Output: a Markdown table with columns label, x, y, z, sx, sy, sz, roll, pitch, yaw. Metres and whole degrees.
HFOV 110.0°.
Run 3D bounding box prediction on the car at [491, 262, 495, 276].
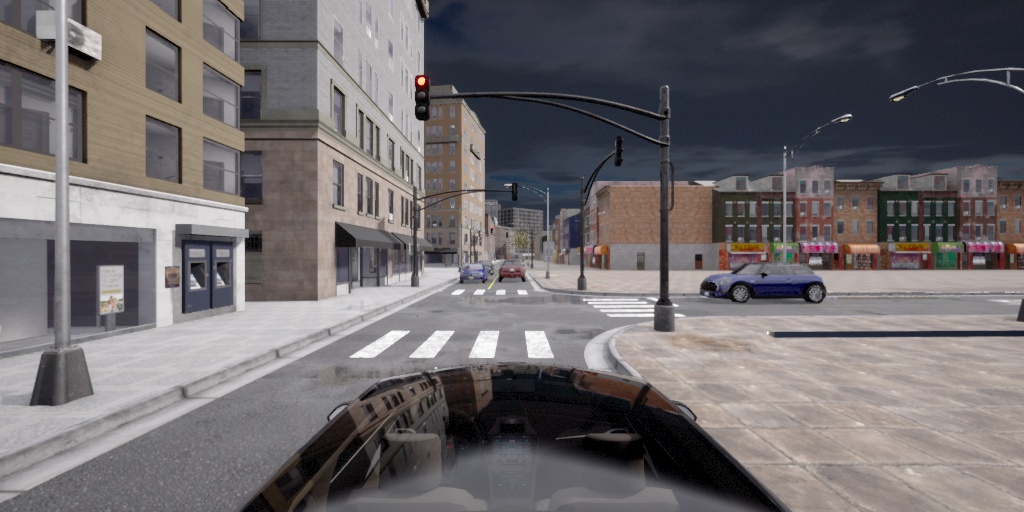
| label | x | y | z | sx | sy | sz | roll | pitch | yaw |
| --- | --- | --- | --- | --- | --- | --- | --- | --- | --- |
| car | -2.883 | 1.257 | 38.009 | 1.837 | 1.490 | 4.892 | 0 | 0 | 0 |

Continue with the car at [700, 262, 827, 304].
| label | x | y | z | sx | sy | sz | roll | pitch | yaw |
| --- | --- | --- | --- | --- | --- | --- | --- | --- | --- |
| car | 10.745 | 1.054 | 15.597 | 4.553 | 1.767 | 2.097 | 0 | 0 | 1 |

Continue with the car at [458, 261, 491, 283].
| label | x | y | z | sx | sy | sz | roll | pitch | yaw |
| --- | --- | --- | --- | --- | --- | --- | --- | --- | --- |
| car | -2.871 | 1.276 | 27.761 | 1.812 | 1.442 | 4.674 | 0 | 0 | 0 |

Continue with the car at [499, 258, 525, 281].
| label | x | y | z | sx | sy | sz | roll | pitch | yaw |
| --- | --- | --- | --- | --- | --- | --- | --- | --- | --- |
| car | 0.024 | 1.103 | 30.171 | 2.097 | 1.767 | 4.553 | 0 | 0 | 0 |
